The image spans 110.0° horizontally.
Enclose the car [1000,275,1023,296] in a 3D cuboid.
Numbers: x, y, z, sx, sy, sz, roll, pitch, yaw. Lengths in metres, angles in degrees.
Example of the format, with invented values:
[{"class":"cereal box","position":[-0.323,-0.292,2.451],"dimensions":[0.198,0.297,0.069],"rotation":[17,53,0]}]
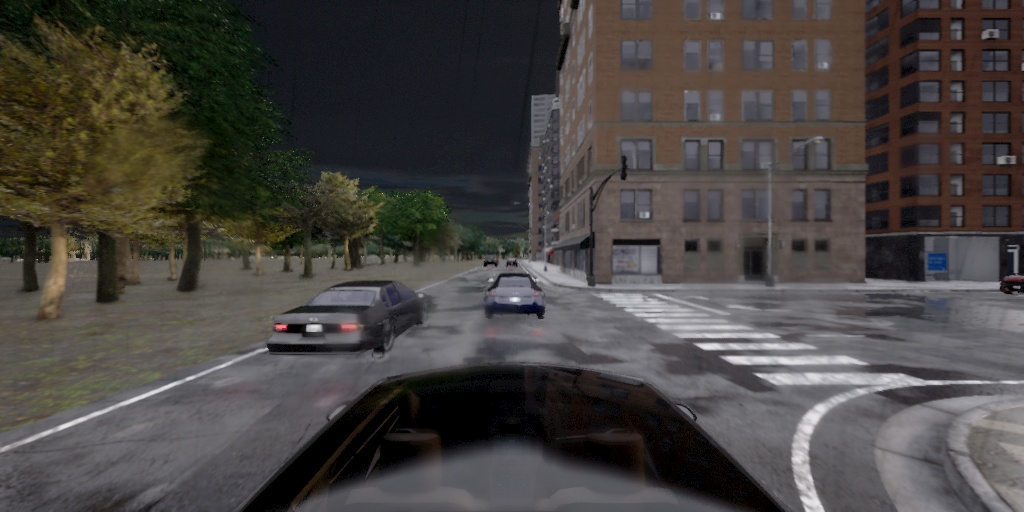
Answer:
[{"class":"car","position":[26.467,1.210,17.010],"dimensions":[5.008,1.535,1.882],"rotation":[0,0,0]}]

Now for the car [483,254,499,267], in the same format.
[{"class":"car","position":[-3.509,0.766,59.365],"dimensions":[2.150,2.045,5.566],"rotation":[0,0,0]}]

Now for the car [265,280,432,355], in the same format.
[{"class":"car","position":[-3.411,1.292,8.704],"dimensions":[2.033,1.411,5.357],"rotation":[0,0,0]}]

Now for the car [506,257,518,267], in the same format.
[{"class":"car","position":[-0.009,1.022,59.338],"dimensions":[1.882,1.535,5.008],"rotation":[0,0,0]}]

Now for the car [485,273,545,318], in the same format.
[{"class":"car","position":[0.094,1.298,12.936],"dimensions":[1.994,1.385,4.181],"rotation":[0,0,0]}]
